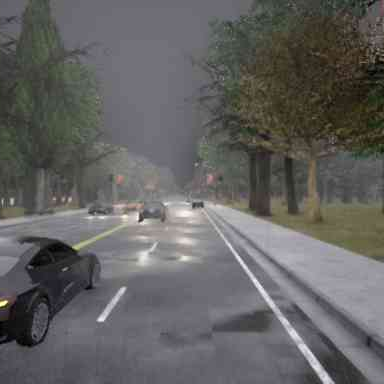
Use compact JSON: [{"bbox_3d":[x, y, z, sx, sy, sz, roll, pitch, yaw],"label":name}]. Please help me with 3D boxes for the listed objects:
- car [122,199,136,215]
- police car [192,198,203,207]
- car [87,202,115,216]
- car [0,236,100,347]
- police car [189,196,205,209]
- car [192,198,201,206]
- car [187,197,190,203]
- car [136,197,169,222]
[{"bbox_3d":[-6.586,1.602,37.980,2.097,1.767,4.553,0,0,0],"label":"car"},{"bbox_3d":[0.913,1.897,62.324,1.930,1.638,5.238,0,-1,0],"label":"police car"},{"bbox_3d":[-9.842,1.788,36.587,2.033,1.411,5.357,0,0,0],"label":"car"},{"bbox_3d":[-3.149,1.560,6.232,1.812,1.442,4.674,0,0,0],"label":"car"},{"bbox_3d":[0.954,1.800,52.312,1.930,1.638,5.238,0,-1,0],"label":"police car"},{"bbox_3d":[0.879,2.010,68.221,1.882,1.535,5.008,0,-1,0],"label":"car"},{"bbox_3d":[-0.253,2.229,87.906,1.994,1.385,4.181,0,-1,-1],"label":"car"},{"bbox_3d":[-3.147,1.530,28.161,2.097,1.767,4.553,0,0,0],"label":"car"}]
